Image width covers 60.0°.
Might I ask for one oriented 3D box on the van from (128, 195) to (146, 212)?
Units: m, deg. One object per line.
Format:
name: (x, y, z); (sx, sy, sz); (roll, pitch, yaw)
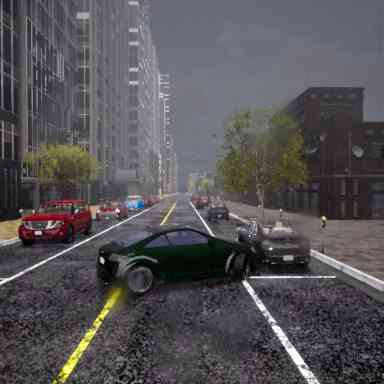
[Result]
van: (-6.695, 1.329, 38.622); (1.690, 1.788, 3.998); (-1, 0, -2)

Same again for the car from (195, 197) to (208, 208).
car: (1.388, 1.509, 50.070); (1.752, 1.417, 4.829); (-1, 0, -2)

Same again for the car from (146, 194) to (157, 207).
car: (-6.988, 1.299, 49.688); (2.192, 1.841, 5.009); (-1, 0, -2)

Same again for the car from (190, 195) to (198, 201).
car: (0.514, 1.537, 83.095); (1.947, 1.339, 4.313); (-1, 0, -2)

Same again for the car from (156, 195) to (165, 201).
car: (-7.860, 1.497, 82.715); (1.752, 1.417, 4.829); (-1, 0, -2)

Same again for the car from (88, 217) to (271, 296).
car: (-0.300, 1.557, 8.628); (4.181, 1.385, 1.994); (0, 0, -28)

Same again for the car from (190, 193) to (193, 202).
car: (0.803, 1.291, 72.030); (2.192, 1.841, 5.009); (-1, 0, -2)

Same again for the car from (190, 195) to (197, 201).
car: (0.368, 1.551, 88.628); (1.802, 1.307, 4.206); (-1, 0, -2)

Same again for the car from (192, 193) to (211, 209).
car: (1.535, 1.301, 44.367); (2.192, 1.841, 5.009); (-1, 0, -2)

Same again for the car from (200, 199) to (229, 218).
car: (2.009, 1.543, 27.034); (2.008, 1.369, 4.403); (-1, 0, -2)

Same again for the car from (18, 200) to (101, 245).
car: (-6.193, 1.310, 15.761); (2.192, 1.841, 5.009); (-1, 0, -2)

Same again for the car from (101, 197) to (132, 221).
car: (-6.394, 1.432, 26.829); (1.967, 1.590, 4.097); (-1, 0, -2)

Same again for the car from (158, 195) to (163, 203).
car: (-7.425, 1.522, 66.287); (1.887, 1.381, 4.507); (-1, 0, -2)

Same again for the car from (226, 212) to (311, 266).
car: (2.547, 1.548, 11.175); (2.008, 1.369, 4.403); (-1, 0, -2)
